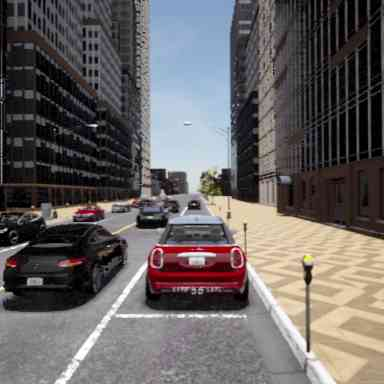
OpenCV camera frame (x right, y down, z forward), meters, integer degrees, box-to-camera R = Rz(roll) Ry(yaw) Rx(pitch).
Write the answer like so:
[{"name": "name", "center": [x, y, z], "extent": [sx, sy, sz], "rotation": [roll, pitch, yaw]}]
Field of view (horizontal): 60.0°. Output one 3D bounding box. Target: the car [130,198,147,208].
[{"name": "car", "center": [-7.988, 1.669, 50.059], "extent": [1.887, 1.381, 4.507], "rotation": [0, 0, 1]}]

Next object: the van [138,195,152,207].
[{"name": "van", "center": [-7.895, 1.472, 55.752], "extent": [1.690, 1.788, 3.998], "rotation": [0, 0, 1]}]

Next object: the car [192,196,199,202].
[{"name": "car", "center": [0.955, 1.636, 84.226], "extent": [1.752, 1.417, 4.829], "rotation": [0, 0, 1]}]

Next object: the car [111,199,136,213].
[{"name": "car", "center": [-8.175, 1.661, 38.676], "extent": [2.008, 1.369, 4.403], "rotation": [0, 0, 1]}]

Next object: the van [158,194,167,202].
[{"name": "van", "center": [-7.427, 1.498, 84.209], "extent": [1.690, 1.788, 3.998], "rotation": [0, 0, 1]}]

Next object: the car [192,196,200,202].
[{"name": "car", "center": [0.859, 1.688, 78.364], "extent": [1.802, 1.307, 4.206], "rotation": [0, 0, 1]}]

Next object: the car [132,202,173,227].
[{"name": "car", "center": [-2.664, 1.621, 23.505], "extent": [1.994, 1.385, 4.181], "rotation": [0, 0, 1]}]

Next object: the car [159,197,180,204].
[{"name": "car", "center": [-2.404, 1.604, 39.101], "extent": [1.812, 1.442, 4.674], "rotation": [0, 0, 1]}]

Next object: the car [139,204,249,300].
[{"name": "car", "center": [0.130, 1.369, 8.587], "extent": [2.097, 1.767, 4.553], "rotation": [0, 0, 1]}]

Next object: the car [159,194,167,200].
[{"name": "car", "center": [-7.521, 1.593, 78.516], "extent": [1.967, 1.590, 4.097], "rotation": [0, 0, 1]}]

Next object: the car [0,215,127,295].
[{"name": "car", "center": [-2.980, 1.559, 8.697], "extent": [1.812, 1.442, 4.674], "rotation": [0, 0, 1]}]

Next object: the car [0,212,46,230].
[{"name": "car", "center": [-8.550, 1.643, 15.911], "extent": [1.947, 1.339, 4.313], "rotation": [0, 0, 1]}]

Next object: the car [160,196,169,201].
[{"name": "car", "center": [-7.333, 1.727, 89.900], "extent": [1.947, 1.339, 4.313], "rotation": [0, 0, 1]}]

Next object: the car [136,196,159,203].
[{"name": "car", "center": [-5.531, 1.604, 40.442], "extent": [1.837, 1.490, 4.892], "rotation": [0, -1, 1]}]

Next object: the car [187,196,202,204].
[{"name": "car", "center": [0.297, 1.637, 44.218], "extent": [1.947, 1.339, 4.313], "rotation": [0, 0, 1]}]

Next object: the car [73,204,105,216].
[{"name": "car", "center": [-8.362, 1.676, 27.292], "extent": [1.802, 1.307, 4.206], "rotation": [0, 0, 1]}]

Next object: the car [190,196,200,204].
[{"name": "car", "center": [0.672, 1.536, 66.982], "extent": [1.967, 1.590, 4.097], "rotation": [0, 0, 1]}]
